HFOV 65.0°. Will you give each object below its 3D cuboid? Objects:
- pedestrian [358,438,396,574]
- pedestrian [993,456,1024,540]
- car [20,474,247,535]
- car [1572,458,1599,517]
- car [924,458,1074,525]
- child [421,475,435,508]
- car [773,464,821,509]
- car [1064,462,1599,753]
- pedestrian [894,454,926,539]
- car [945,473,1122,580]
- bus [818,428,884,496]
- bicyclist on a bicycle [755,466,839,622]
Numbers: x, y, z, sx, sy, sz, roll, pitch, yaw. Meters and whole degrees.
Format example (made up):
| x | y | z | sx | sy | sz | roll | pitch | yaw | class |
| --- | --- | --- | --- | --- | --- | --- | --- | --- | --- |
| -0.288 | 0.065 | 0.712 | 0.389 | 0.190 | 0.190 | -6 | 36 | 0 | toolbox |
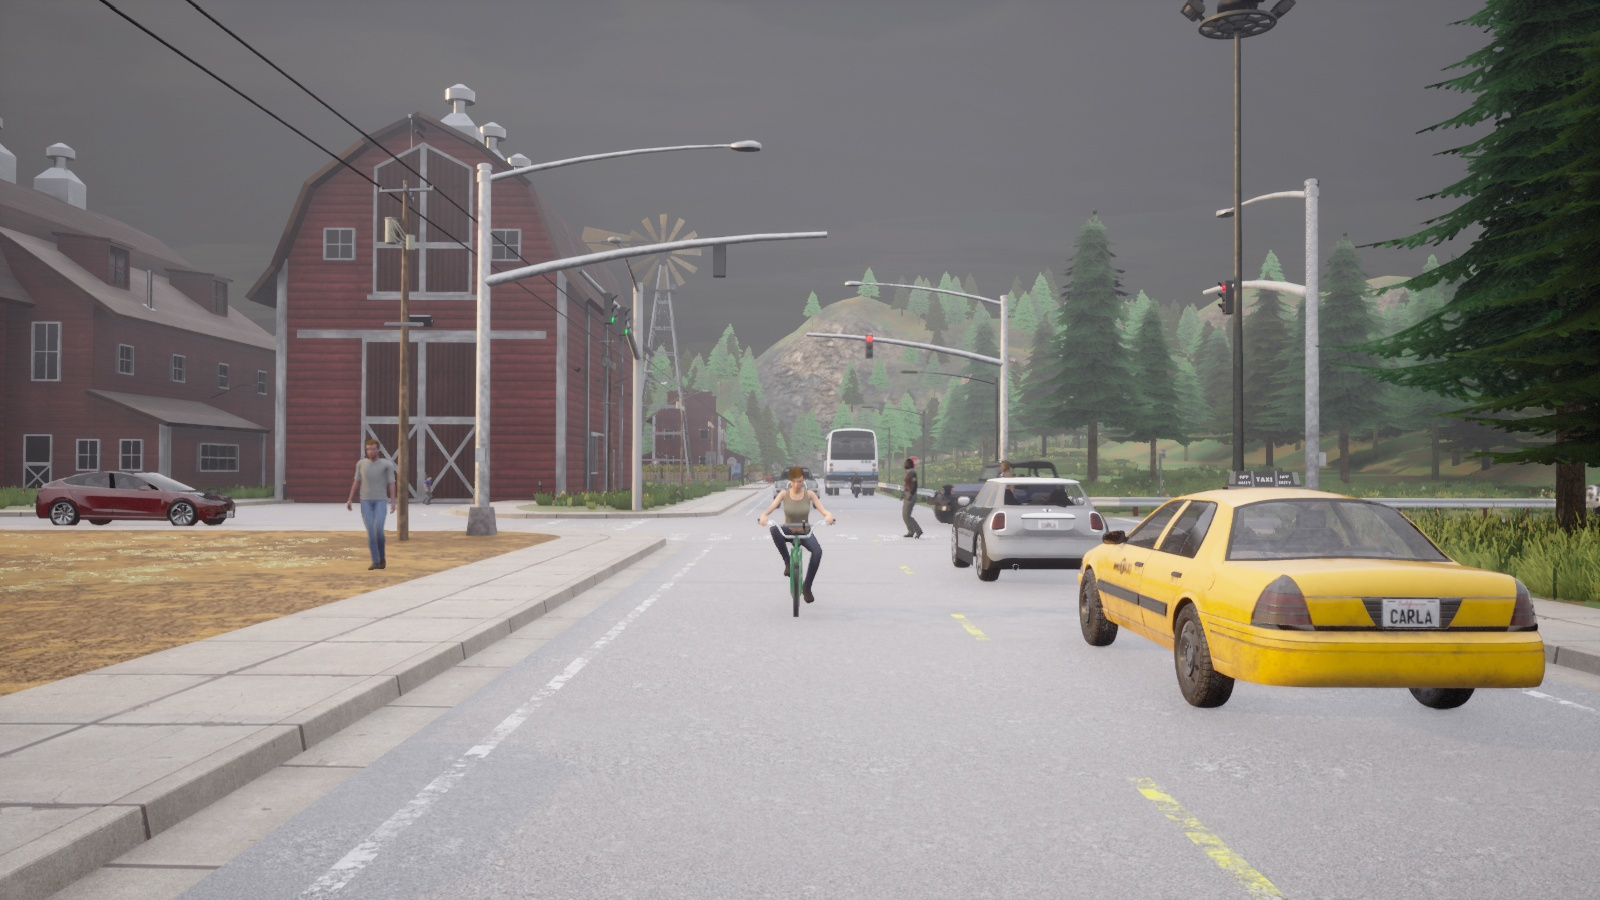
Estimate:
| x | y | z | sx | sy | sz | roll | pitch | yaw | class |
| --- | --- | --- | --- | --- | --- | --- | --- | --- | --- |
| -5.858 | 0.762 | 17.397 | 0.354 | 1.836 | 0.706 | 0 | -1 | -6 | pedestrian |
| 4.621 | 1.058 | 27.860 | 0.634 | 1.846 | 0.331 | 0 | -1 | 1 | pedestrian |
| -17.391 | 1.407 | 32.964 | 4.792 | 1.488 | 2.163 | 0 | -1 | -1 | car |
| 27.376 | 1.161 | 39.773 | 4.605 | 1.855 | 1.932 | -1 | -1 | 16 | car |
| 5.743 | 1.184 | 36.420 | 3.866 | 1.878 | 1.905 | 0 | -1 | -14 | car |
| -14.305 | 1.579 | 48.295 | 0.437 | 1.263 | 0.270 | 0 | -1 | -1 | child |
| -0.128 | 1.529 | 53.565 | 1.932 | 1.855 | 4.605 | 0 | -1 | 0 | car |
| 3.477 | 0.899 | 9.517 | 1.801 | 1.575 | 5.366 | 0 | -1 | 0 | car |
| 2.511 | 1.064 | 28.677 | 0.666 | 1.930 | 0.402 | 0 | -1 | -6 | pedestrian |
| 3.454 | 1.089 | 19.289 | 1.970 | 1.475 | 3.806 | 0 | -1 | 0 | car |
| 3.296 | 0.831 | 83.938 | 3.944 | 4.253 | 10.273 | 0 | -1 | 0 | bus |
| -0.029 | 0.982 | 13.770 | 0.866 | 1.612 | 1.509 | 0 | -1 | 0 | bicyclist on a bicycle |
